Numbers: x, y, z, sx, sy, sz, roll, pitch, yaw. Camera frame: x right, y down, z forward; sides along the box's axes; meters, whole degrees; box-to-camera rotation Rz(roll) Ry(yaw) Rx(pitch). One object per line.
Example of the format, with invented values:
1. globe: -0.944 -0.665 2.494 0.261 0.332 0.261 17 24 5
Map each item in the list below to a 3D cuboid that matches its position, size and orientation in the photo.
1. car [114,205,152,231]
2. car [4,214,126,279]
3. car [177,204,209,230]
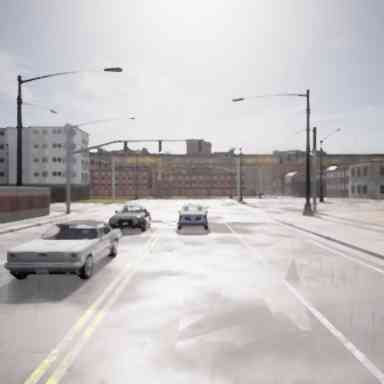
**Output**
1. car: -3.532 1.478 19.601 1.994 1.385 4.181 0 0 0
2. car: -3.507 1.557 9.986 1.895 1.301 4.718 0 0 0
3. car: 0.061 1.458 20.472 2.033 1.411 5.357 0 0 0
